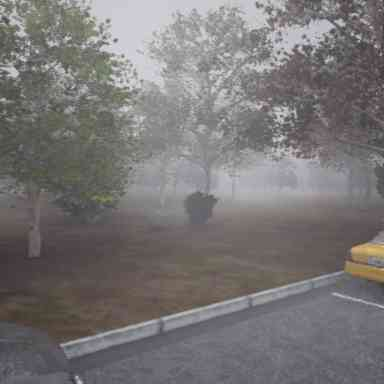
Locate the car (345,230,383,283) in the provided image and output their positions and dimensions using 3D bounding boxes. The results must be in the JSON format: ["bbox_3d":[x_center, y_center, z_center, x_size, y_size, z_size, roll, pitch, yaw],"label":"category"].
[{"bbox_3d":[6.059,1.433,8.367,5.366,1.575,1.946,0,0,-33],"label":"car"}]

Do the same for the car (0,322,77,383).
[{"bbox_3d":[-3.174,1.488,1.794,4.892,1.521,2.231,0,0,-33],"label":"car"}]
